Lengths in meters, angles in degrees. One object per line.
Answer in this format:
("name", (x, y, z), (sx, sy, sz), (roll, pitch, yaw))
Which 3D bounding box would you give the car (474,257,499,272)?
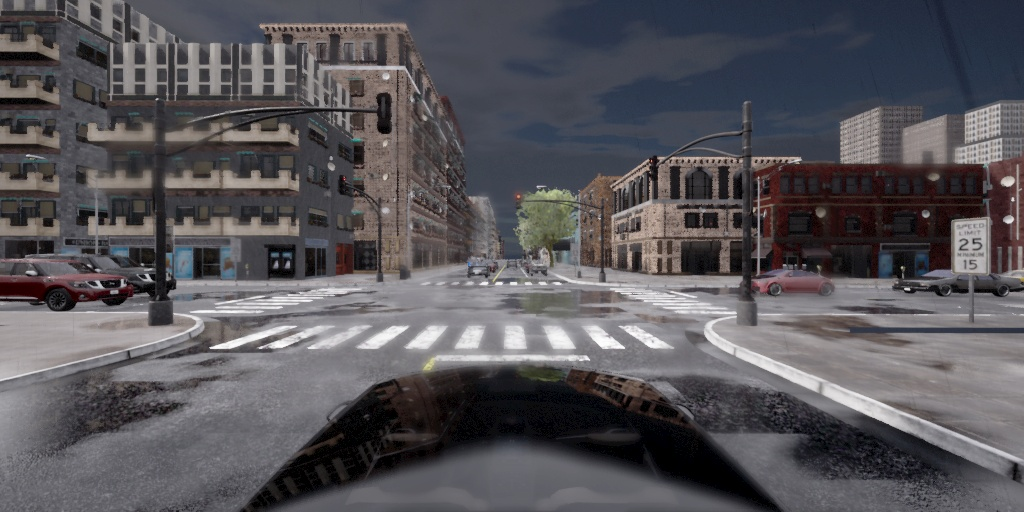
("car", (-3.102, 1.143, 44.254), (2.097, 1.767, 4.553), (0, 0, 0))

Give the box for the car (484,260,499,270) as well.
("car", (-3.088, 1.374, 55.241), (1.994, 1.385, 4.181), (0, 0, 0))

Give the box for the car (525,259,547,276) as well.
("car", (2.687, 1.330, 37.010), (2.007, 1.370, 4.403), (0, 0, 0))

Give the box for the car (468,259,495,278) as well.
("car", (-3.105, 1.266, 34.360), (2.128, 1.511, 4.902), (0, 0, 0))

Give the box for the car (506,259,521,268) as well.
("car", (-0.005, 1.319, 63.366), (2.128, 1.511, 4.902), (0, 0, 0))

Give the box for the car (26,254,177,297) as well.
("car", (-18.311, 0.917, 15.869), (5.566, 2.045, 2.150), (0, 0, 0))

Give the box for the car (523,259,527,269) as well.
("car", (2.687, 1.228, 42.707), (1.967, 1.591, 4.097), (0, 0, 0))

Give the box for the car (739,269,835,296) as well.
("car", (14.717, 1.387, 19.308), (4.181, 1.385, 1.994), (0, 0, 0))

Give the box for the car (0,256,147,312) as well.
("car", (-17.278, 1.013, 13.289), (5.009, 1.841, 2.192), (0, 0, 0))

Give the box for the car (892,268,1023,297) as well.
("car", (24.018, 1.412, 19.376), (5.357, 1.411, 2.033), (0, 0, 0))
